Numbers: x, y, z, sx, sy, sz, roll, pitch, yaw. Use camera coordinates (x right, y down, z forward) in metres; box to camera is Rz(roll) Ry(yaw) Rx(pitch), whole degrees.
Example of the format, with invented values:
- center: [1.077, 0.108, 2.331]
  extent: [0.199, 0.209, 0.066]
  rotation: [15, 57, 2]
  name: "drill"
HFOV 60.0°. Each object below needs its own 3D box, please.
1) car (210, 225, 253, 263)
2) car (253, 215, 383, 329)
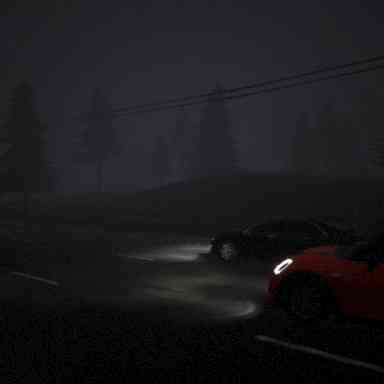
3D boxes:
- center: [2.862, 1.495, 10.380]
  extent: [4.892, 1.490, 1.837]
  rotation: [0, 0, 35]
  name: "car"
- center: [3.627, 1.345, 5.598]
  extent: [4.553, 1.767, 2.097]
  rotation: [0, 0, 35]
  name: "car"
